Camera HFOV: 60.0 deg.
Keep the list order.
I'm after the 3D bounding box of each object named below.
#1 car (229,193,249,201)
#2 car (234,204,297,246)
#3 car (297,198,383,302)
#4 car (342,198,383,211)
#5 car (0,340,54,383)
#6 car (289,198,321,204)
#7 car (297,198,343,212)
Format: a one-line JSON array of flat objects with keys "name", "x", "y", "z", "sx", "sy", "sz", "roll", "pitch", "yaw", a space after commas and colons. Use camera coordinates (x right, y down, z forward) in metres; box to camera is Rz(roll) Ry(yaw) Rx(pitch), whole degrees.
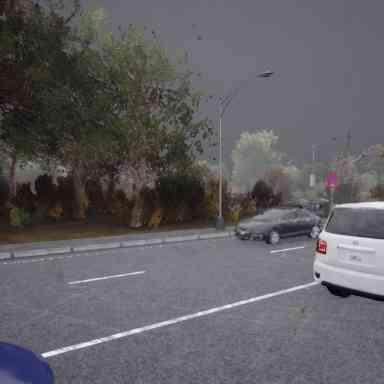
[{"name": "car", "x": 7.263, "y": 1.213, "z": 47.061, "sx": 2.150, "sy": 2.045, "sz": 5.566, "roll": 0, "pitch": 0, "yaw": -32}, {"name": "car", "x": 4.123, "y": 1.505, "z": 15.543, "sx": 4.892, "sy": 1.490, "sz": 1.837, "roll": 0, "pitch": 0, "yaw": -36}, {"name": "car", "x": 5.017, "y": 1.221, "z": 7.332, "sx": 5.566, "sy": 2.045, "sz": 2.150, "roll": 0, "pitch": 0, "yaw": -35}, {"name": "car", "x": 22.081, "y": 1.547, "z": 42.521, "sx": 2.033, "sy": 1.411, "sz": 5.357, "roll": 0, "pitch": 0, "yaw": -24}, {"name": "car", "x": -3.103, "y": 1.526, "z": 1.529, "sx": 4.674, "sy": 1.442, "sz": 1.812, "roll": 0, "pitch": 0, "yaw": -36}, {"name": "car", "x": 12.507, "y": 1.492, "z": 38.731, "sx": 2.128, "sy": 1.511, "sz": 4.902, "roll": 0, "pitch": 0, "yaw": -33}, {"name": "car", "x": 15.537, "y": 1.492, "z": 40.515, "sx": 2.128, "sy": 1.511, "sz": 4.902, "roll": 0, "pitch": 0, "yaw": -32}]
